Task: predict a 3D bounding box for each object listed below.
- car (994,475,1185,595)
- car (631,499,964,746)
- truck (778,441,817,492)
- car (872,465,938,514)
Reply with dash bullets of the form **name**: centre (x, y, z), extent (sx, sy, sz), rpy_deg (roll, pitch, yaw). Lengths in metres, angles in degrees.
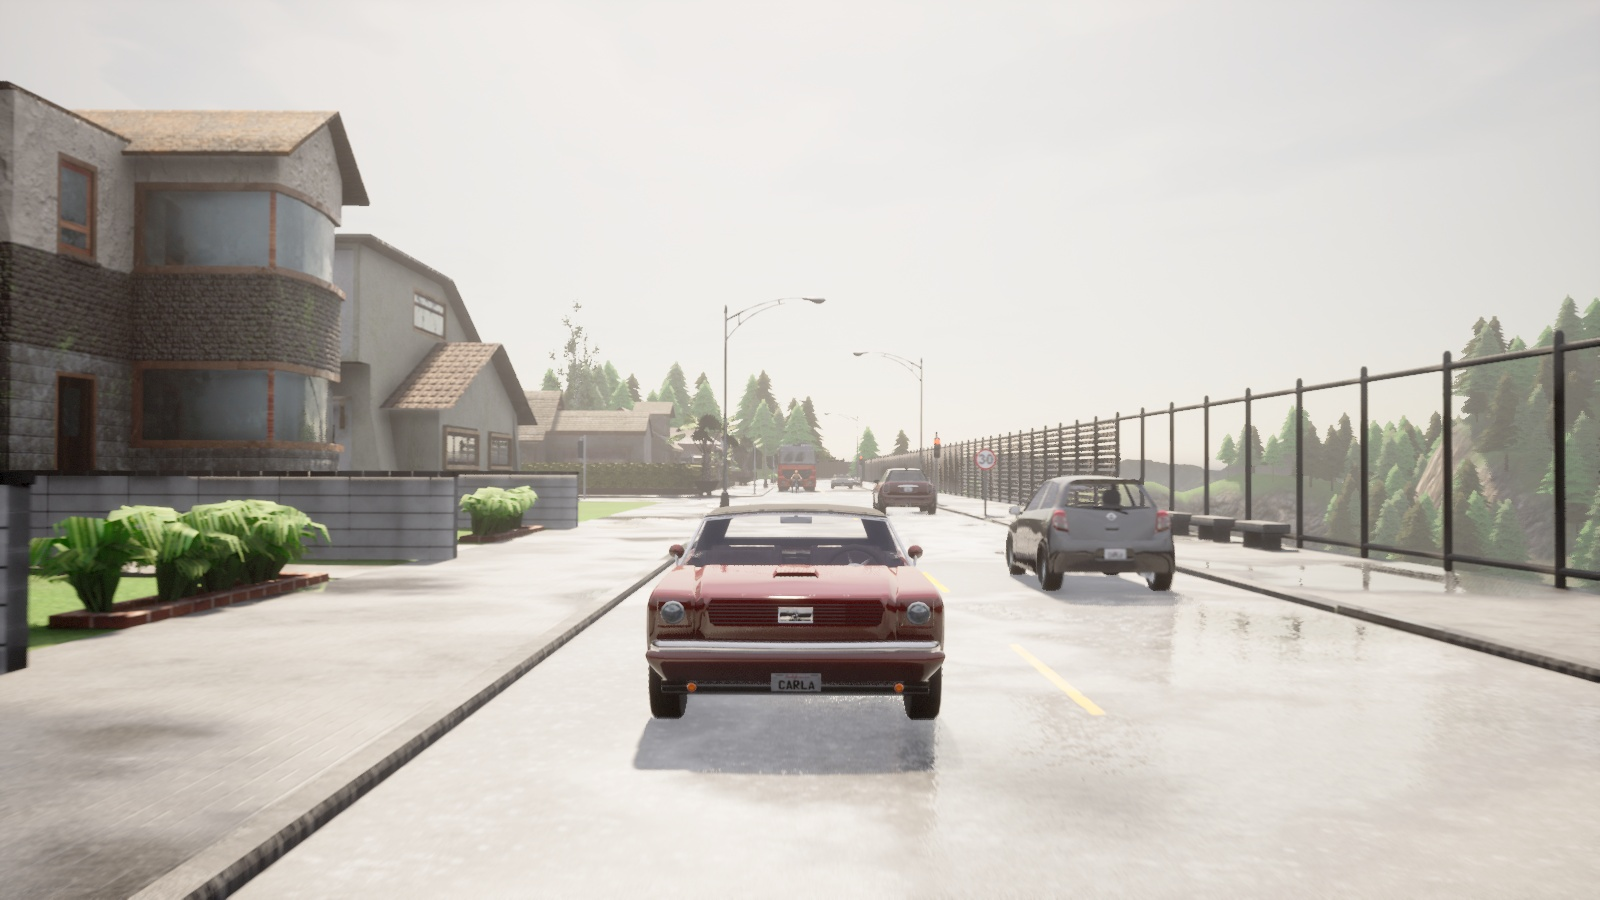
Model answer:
- **car**: centre (3.957, 1.110, 17.746), extent (1.845, 1.501, 3.633), rpy_deg (0, -1, 0)
- **car**: centre (-0.023, 1.075, 9.526), extent (1.895, 1.301, 4.718), rpy_deg (0, -1, 0)
- **truck**: centre (-0.244, 1.289, 97.844), extent (2.891, 3.827, 8.468), rpy_deg (0, -1, 0)
- **car**: centre (3.885, 1.450, 47.325), extent (2.097, 1.767, 4.553), rpy_deg (0, -1, 0)
